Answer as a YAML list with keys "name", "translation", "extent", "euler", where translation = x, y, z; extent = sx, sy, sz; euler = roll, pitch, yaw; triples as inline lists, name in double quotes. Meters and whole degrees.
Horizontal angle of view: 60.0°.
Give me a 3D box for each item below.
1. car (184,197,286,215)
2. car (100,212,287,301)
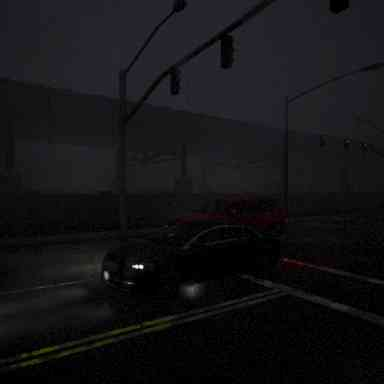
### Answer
- name: "car"
  translation: [1.533, 1.221, 13.683]
  extent: [5.566, 2.045, 2.150]
  euler: [0, 0, -36]
- name: "car"
  translation: [0.195, 1.491, 8.436]
  extent: [4.902, 1.511, 2.128]
  euler: [0, 0, -36]
